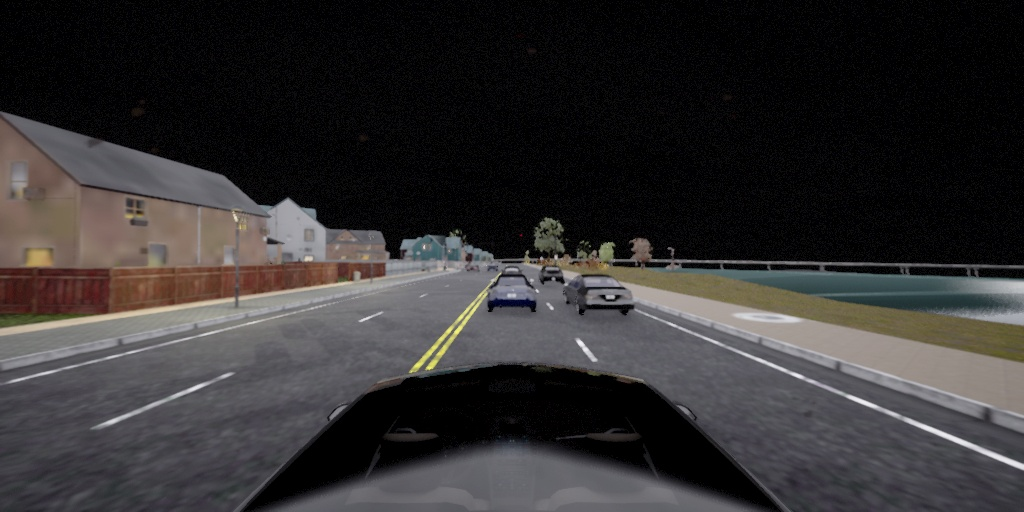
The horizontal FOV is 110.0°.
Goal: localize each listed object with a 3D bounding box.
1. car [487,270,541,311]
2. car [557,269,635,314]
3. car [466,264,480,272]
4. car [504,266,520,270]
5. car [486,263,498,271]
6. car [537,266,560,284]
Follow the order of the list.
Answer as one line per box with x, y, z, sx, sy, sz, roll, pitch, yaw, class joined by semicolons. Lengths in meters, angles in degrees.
0.011;1.455;15.331;1.994;1.385;4.181;0;-1;0;car
3.251;1.428;14.342;2.033;1.411;5.357;0;-1;0;car
-6.548;1.957;60.387;1.994;1.385;4.181;0;-1;0;car
0.008;1.582;30.730;1.812;1.442;4.674;0;0;0;car
-3.289;1.951;61.343;2.033;1.411;5.357;0;-1;0;car
3.253;1.559;30.331;1.837;1.490;4.892;0;0;0;car
